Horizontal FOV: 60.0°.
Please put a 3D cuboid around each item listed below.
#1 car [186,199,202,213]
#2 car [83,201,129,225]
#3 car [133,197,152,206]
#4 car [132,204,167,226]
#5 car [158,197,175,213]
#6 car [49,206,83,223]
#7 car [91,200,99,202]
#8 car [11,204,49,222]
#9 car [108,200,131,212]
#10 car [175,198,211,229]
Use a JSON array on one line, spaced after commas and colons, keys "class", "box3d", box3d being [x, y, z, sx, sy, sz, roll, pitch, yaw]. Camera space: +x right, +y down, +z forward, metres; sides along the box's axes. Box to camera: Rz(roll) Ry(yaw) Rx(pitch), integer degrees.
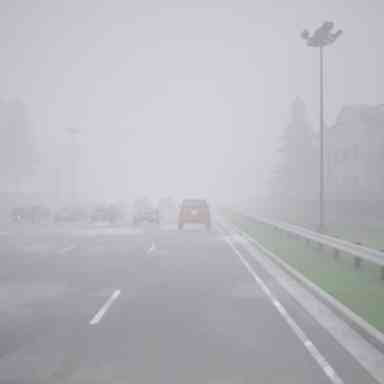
[{"class": "car", "box3d": [0.247, 1.827, 45.293, 2.097, 1.767, 4.553, 0, -1, 0]}, {"class": "car", "box3d": [-6.813, 1.768, 27.125, 2.128, 1.511, 4.902, 0, -1, 0]}, {"class": "car", "box3d": [-6.770, 1.695, 45.951, 2.150, 2.045, 5.566, 0, -1, 0]}, {"class": "car", "box3d": [-3.316, 1.872, 26.138, 1.895, 1.301, 4.718, 0, -1, 0]}, {"class": "car", "box3d": [-3.285, 1.683, 44.253, 2.150, 2.045, 5.566, 0, 0, 1]}, {"class": "car", "box3d": [-10.307, 1.854, 28.857, 1.994, 1.385, 4.181, 0, -1, 0]}, {"class": "car", "box3d": [-13.755, 1.968, 48.370, 1.882, 1.535, 5.008, 0, 0, 0]}, {"class": "car", "box3d": [-13.807, 1.792, 28.953, 1.837, 1.490, 4.892, 0, -1, 0]}, {"class": "car", "box3d": [-10.260, 1.979, 47.616, 2.128, 1.511, 4.902, 0, -1, 0]}, {"class": "car", "box3d": [0.176, 1.472, 23.780, 2.150, 2.045, 5.566, 0, -1, 0]}]
